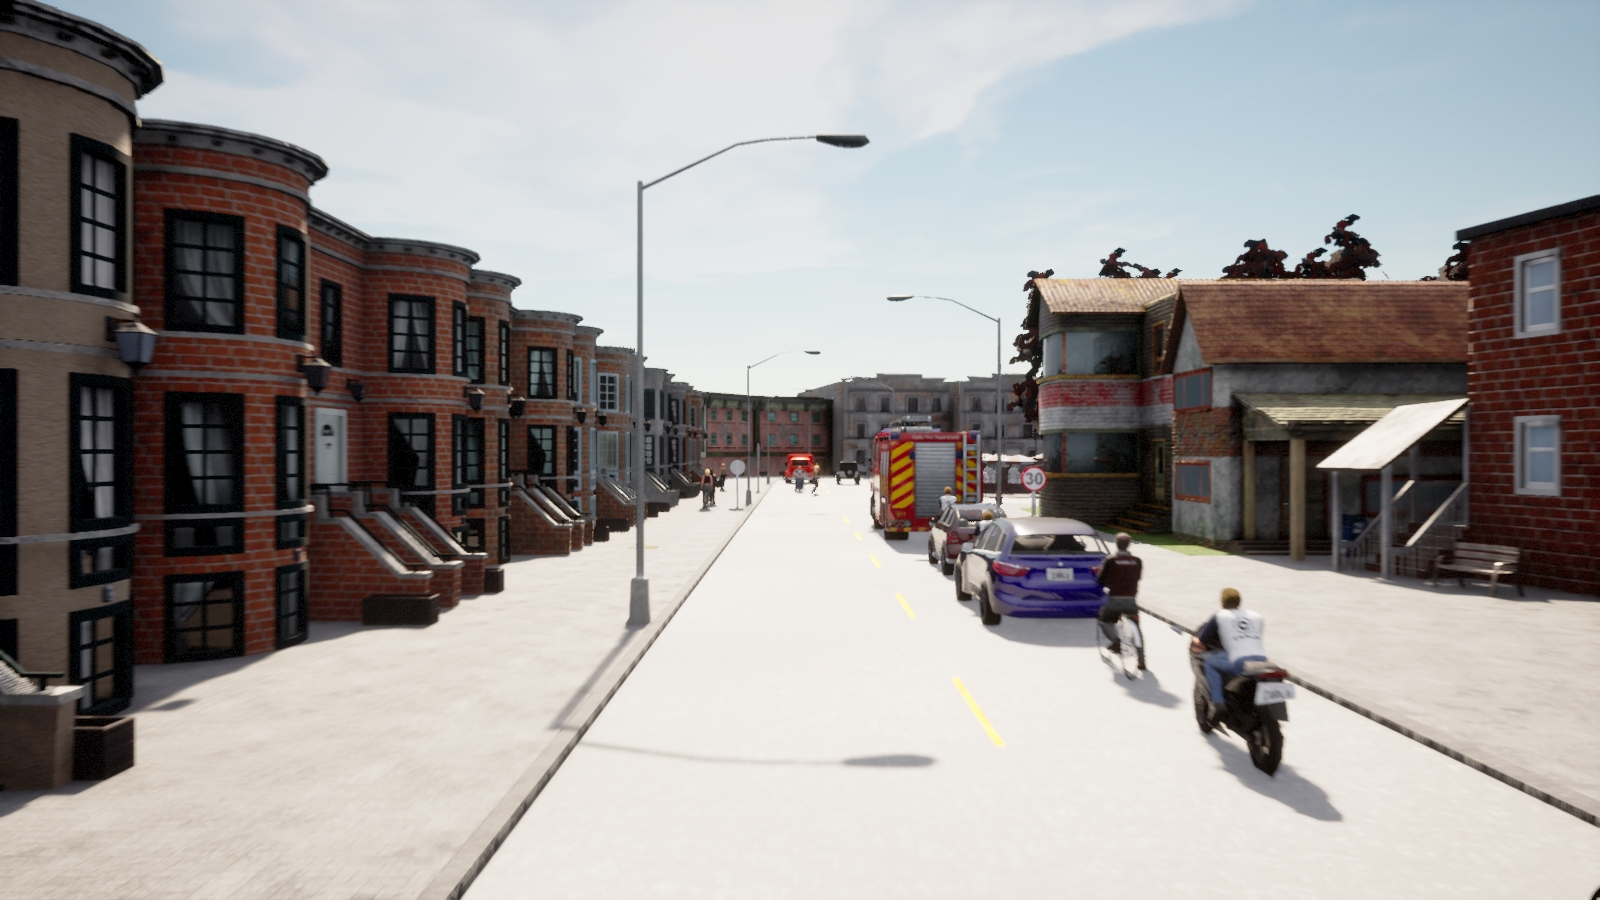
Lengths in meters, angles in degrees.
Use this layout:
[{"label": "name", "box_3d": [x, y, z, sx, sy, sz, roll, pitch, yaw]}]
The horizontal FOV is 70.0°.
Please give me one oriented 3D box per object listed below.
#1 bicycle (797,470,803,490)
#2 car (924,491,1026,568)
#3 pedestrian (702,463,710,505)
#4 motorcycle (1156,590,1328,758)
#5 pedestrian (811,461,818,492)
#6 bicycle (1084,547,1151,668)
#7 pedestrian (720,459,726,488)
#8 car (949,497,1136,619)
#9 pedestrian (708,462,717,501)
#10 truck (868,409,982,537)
[{"label": "bicycle", "box_3d": [-0.014, 1.935, 74.537, 0.373, 1.296, 1.643, 0, 0, 0]}, {"label": "car", "box_3d": [4.006, 1.800, 26.718, 1.789, 1.549, 3.705, 0, 0, 0]}, {"label": "pedestrian", "box_3d": [-4.233, 1.523, 51.437, 0.375, 1.860, 0.375, 0, 0, -2]}, {"label": "motorcycle", "box_3d": [4.000, 1.993, 10.543, 0.803, 1.145, 2.033, 0, 0, 0]}, {"label": "pedestrian", "box_3d": [0.900, 1.628, 69.754, 0.375, 1.860, 0.375, 0, 0, -13]}, {"label": "bicycle", "box_3d": [3.993, 1.940, 14.455, 0.329, 1.271, 1.835, 0, 0, 0]}, {"label": "pedestrian", "box_3d": [-5.027, 1.524, 74.716, 0.375, 1.860, 0.375, 0, 0, 4]}, {"label": "car", "box_3d": [4.001, 1.747, 19.707, 2.242, 1.667, 4.611, 0, 0, 0]}, {"label": "pedestrian", "box_3d": [-4.220, 1.524, 54.969, 0.375, 1.860, 0.375, 0, 0, -15]}, {"label": "truck", "box_3d": [3.995, 0.671, 38.377, 2.891, 3.827, 8.468, 0, 0, 0]}]
